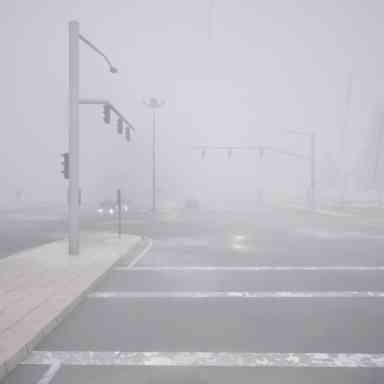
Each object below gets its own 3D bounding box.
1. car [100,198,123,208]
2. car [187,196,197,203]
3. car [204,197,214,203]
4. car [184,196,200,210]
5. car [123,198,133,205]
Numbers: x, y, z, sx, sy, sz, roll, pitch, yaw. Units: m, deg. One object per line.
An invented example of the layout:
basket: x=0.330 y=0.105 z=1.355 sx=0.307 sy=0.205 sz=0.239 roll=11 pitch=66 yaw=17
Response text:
car: x=-11.572 y=1.601 z=47.180 sx=1.895 sy=1.301 sz=4.718 roll=0 pitch=0 yaw=1
car: x=-0.045 y=1.564 z=68.954 sx=1.994 sy=1.385 sz=4.181 roll=0 pitch=0 yaw=0
car: x=3.455 y=1.601 z=68.987 sx=1.895 sy=1.301 sz=4.718 roll=0 pitch=0 yaw=0
car: x=-0.029 y=1.526 z=43.519 sx=1.812 sy=1.442 sz=4.674 roll=0 pitch=0 yaw=0
car: x=-11.568 y=1.601 z=57.168 sx=1.895 sy=1.301 sz=4.718 roll=0 pitch=0 yaw=0
